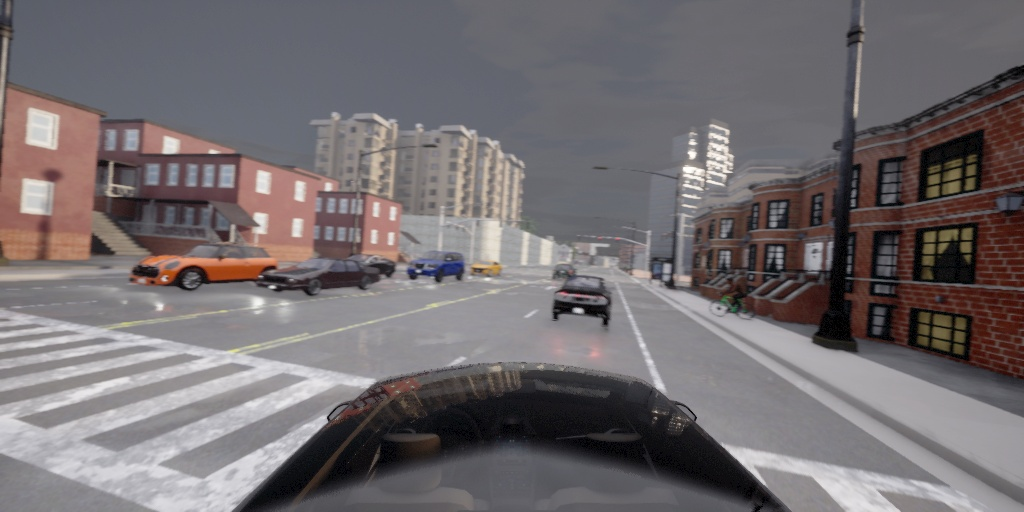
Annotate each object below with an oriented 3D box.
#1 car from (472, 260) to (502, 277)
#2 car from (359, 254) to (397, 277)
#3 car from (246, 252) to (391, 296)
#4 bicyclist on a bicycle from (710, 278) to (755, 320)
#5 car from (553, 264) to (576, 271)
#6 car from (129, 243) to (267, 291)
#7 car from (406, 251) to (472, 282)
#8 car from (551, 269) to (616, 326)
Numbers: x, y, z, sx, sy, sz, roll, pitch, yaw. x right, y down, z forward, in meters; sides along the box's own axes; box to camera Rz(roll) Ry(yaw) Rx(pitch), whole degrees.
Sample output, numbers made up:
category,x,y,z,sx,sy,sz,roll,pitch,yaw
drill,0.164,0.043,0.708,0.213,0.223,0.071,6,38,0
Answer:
category,x,y,z,sx,sy,sz,roll,pitch,yaw
car,-2.425,1.133,35.016,1.882,1.535,5.008,4,0,15
car,-9.324,0.618,22.897,2.128,1.511,4.902,4,0,15
car,-7.777,0.767,15.230,2.033,1.411,5.357,4,0,15
bicyclist on a bicycle,8.952,1.726,14.529,1.656,1.620,0.582,5,0,15
car,5.464,1.582,36.884,2.097,1.767,4.553,4,0,15
car,-11.681,0.286,14.064,2.097,1.767,4.553,4,0,15
car,-5.103,0.658,25.078,2.150,2.045,5.566,4,0,15
car,2.635,1.458,12.968,2.128,1.511,4.902,4,0,16
